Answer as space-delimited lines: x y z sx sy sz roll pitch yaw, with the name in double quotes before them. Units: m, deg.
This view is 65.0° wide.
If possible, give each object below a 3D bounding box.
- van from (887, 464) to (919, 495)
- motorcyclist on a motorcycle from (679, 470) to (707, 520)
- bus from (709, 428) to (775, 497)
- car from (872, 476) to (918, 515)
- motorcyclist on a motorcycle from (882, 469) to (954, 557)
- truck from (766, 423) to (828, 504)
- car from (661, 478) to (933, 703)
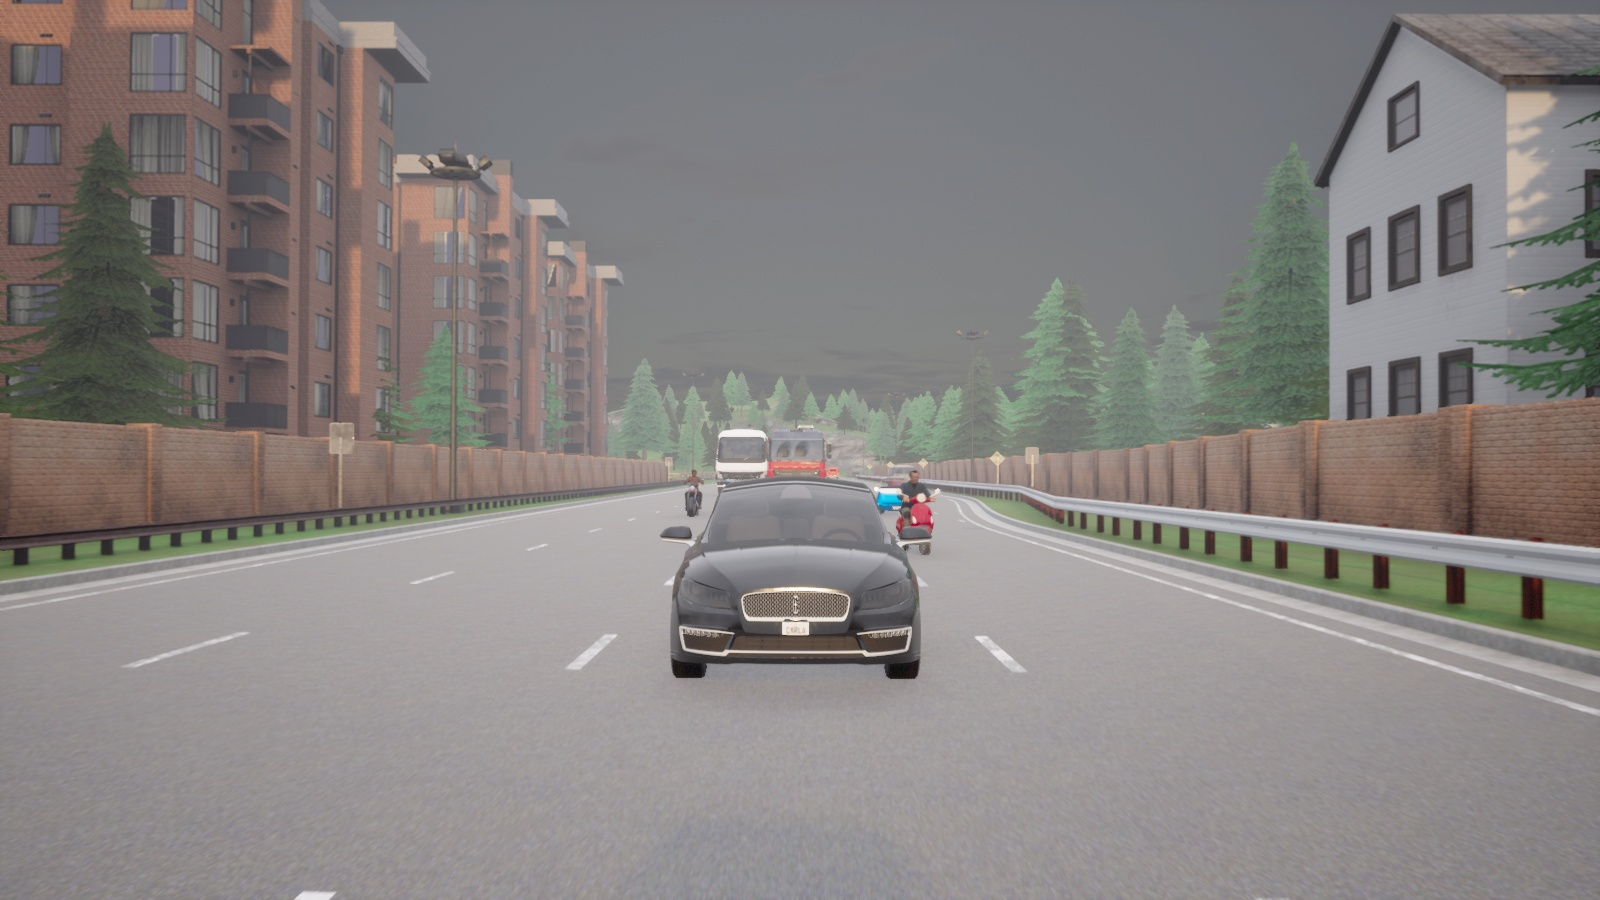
"van" 6.797 1.935 83.329 1.775 1.987 4.442 0 -1 0
"motorcyclist on a motorcycle" -3.603 1.491 42.513 0.766 1.649 2.350 0 -1 0
"bus" -3.707 0.846 83.230 3.944 4.253 10.273 0 -1 0
"car" 3.391 1.613 45.227 1.481 1.376 2.207 0 -1 0
"motorcyclist on a motorcycle" 2.209 1.156 23.703 0.866 1.590 1.817 0 -1 -11
"truck" -0.158 0.712 63.418 2.891 3.827 8.468 0 -1 0
"car" -0.027 1.003 10.965 1.837 1.490 4.892 0 -1 0
